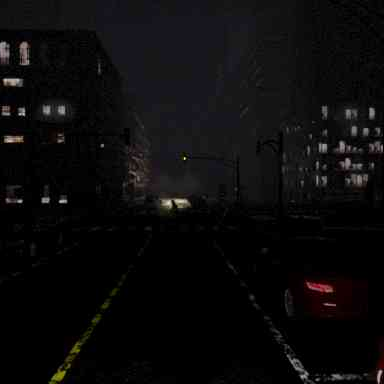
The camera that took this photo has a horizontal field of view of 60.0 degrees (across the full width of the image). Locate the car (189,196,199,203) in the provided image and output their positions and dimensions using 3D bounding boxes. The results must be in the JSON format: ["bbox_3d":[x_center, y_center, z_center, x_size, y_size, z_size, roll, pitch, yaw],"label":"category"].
[{"bbox_3d":[0.331,1.479,67.606,1.887,1.381,4.507,-1,0,-2],"label":"car"}]

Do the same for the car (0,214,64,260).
[{"bbox_3d":[-6.111,1.546,12.248,2.008,1.369,4.403,-1,0,-2],"label":"car"}]

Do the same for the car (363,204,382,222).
[{"bbox_3d":[15.873,1.690,25.220,4.403,1.369,2.008,0,1,-1],"label":"car"}]

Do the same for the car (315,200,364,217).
[{"bbox_3d":[14.061,1.539,31.099,4.892,1.490,1.837,-1,1,-1],"label":"car"}]

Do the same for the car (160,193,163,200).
[{"bbox_3d":[-8.399,1.458,78.570,1.887,1.381,4.507,-1,0,-2],"label":"car"}]

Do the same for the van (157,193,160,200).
[{"bbox_3d":[-8.013,1.276,67.285,1.690,1.788,3.998,-1,0,-2],"label":"van"}]

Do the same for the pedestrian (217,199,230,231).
[{"bbox_3d":[1.791,1.287,18.790,0.375,1.860,0.375,-1,1,-2],"label":"pedestrian"}]

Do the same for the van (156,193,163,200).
[{"bbox_3d":[-8.791,1.229,89.857,1.690,1.788,3.998,-1,0,-2],"label":"van"}]

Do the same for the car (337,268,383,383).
[{"bbox_3d":[2.648,1.544,1.418,1.887,1.381,4.507,-1,0,-2],"label":"car"}]

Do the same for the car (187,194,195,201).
[{"bbox_3d":[-0.248,1.341,84.533,1.967,1.590,4.097,-1,0,-2],"label":"car"}]

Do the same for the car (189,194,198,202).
[{"bbox_3d":[0.914,1.401,50.678,1.967,1.590,4.097,-1,0,-2],"label":"car"}]

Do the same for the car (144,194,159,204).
[{"bbox_3d":[-7.815,1.510,61.643,1.947,1.339,4.313,-1,0,-2],"label":"car"}]

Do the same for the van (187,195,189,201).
[{"bbox_3d":[0.524,1.285,61.963,1.690,1.788,3.998,-1,0,-2],"label":"van"}]

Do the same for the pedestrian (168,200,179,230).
[{"bbox_3d":[-1.090,1.286,19.291,0.375,1.860,0.375,-1,1,-2],"label":"pedestrian"}]

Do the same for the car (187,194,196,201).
[{"bbox_3d":[-0.059,1.353,78.890,1.967,1.590,4.097,-1,0,-2],"label":"car"}]

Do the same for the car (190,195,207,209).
[{"bbox_3d":[1.110,1.513,45.036,1.887,1.381,4.507,-1,0,-2],"label":"car"}]

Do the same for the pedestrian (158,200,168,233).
[{"bbox_3d":[-1.651,1.287,18.070,0.375,1.860,0.375,-1,1,-2],"label":"pedestrian"}]

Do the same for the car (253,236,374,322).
[{"bbox_3d":[2.456,1.579,6.996,1.802,1.307,4.206,-1,0,-2],"label":"car"}]
